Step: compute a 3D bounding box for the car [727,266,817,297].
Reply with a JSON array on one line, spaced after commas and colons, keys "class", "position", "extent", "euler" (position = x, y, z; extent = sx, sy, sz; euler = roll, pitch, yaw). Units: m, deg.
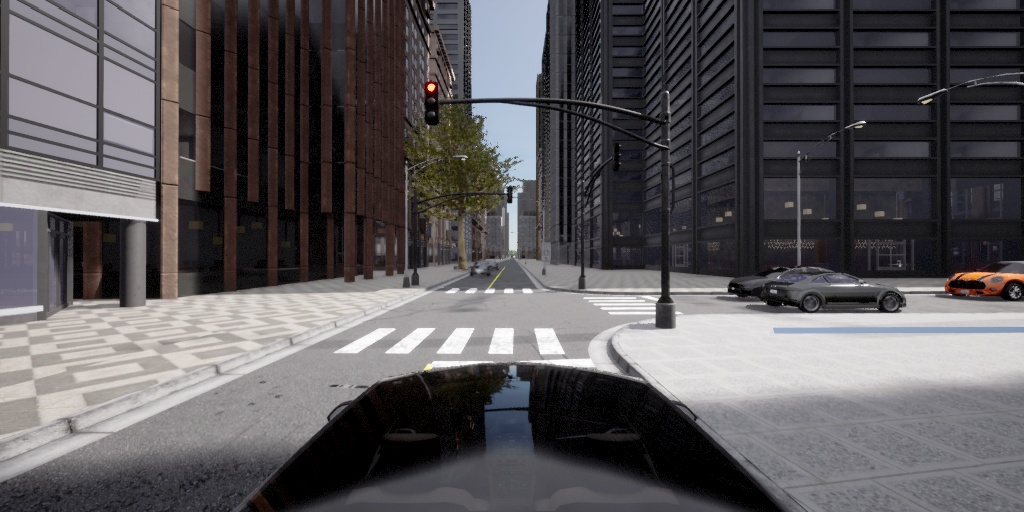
[{"class": "car", "position": [12.413, 1.207, 16.191], "extent": [4.892, 1.490, 1.837], "euler": [0, 0, 0]}]

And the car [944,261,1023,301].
[{"class": "car", "position": [22.696, 1.017, 16.186], "extent": [4.553, 1.767, 2.097], "euler": [0, 0, 0]}]

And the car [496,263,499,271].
[{"class": "car", "position": [-2.940, 1.348, 50.812], "extent": [1.994, 1.385, 4.181], "euler": [0, 0, 1]}]

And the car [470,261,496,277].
[{"class": "car", "position": [-3.003, 1.249, 35.019], "extent": [2.128, 1.511, 4.902], "euler": [0, 0, 0]}]

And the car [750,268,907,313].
[{"class": "car", "position": [11.556, 1.257, 13.090], "extent": [4.181, 1.385, 1.994], "euler": [0, 0, 0]}]
